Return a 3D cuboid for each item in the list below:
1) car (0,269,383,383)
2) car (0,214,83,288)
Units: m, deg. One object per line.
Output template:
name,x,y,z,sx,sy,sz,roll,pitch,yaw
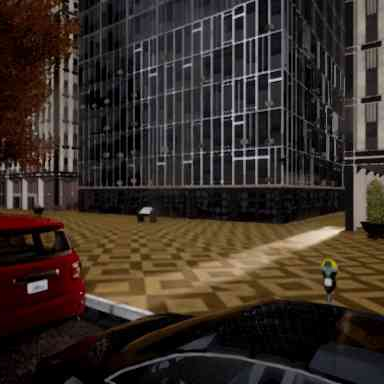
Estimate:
car,0.560,1.564,2.477,4.313,1.339,1.947,0,0,35
car,-3.937,1.298,5.682,5.009,1.841,2.192,0,0,35
